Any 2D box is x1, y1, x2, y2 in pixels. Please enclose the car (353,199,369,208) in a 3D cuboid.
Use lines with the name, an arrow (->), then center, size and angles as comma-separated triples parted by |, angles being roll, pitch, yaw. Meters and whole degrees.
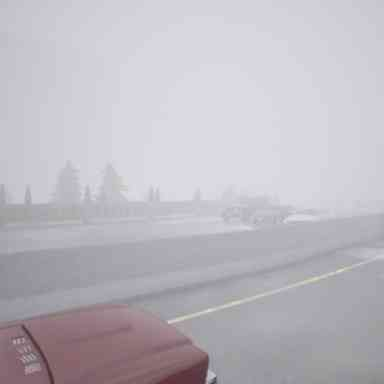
car -> 27.870, 1.884, 54.986 | 1.812, 1.442, 4.674 | 0, 0, 19

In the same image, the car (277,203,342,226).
car -> 7.306, 1.648, 20.279 | 1.812, 1.442, 4.674 | 0, 0, 42

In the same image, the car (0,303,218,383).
car -> -2.097, 1.605, 2.366 | 4.718, 1.301, 1.895 | 0, 0, -36

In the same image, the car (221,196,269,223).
car -> 4.664, 1.370, 27.759 | 2.150, 2.045, 5.566 | 0, 0, 40

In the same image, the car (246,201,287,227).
car -> 6.185, 1.643, 24.257 | 1.837, 1.490, 4.892 | 0, 0, 41

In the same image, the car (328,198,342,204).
car -> 25.813, 1.854, 60.152 | 1.882, 1.535, 5.008 | 0, 0, 17

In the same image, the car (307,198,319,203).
car -> 23.357, 1.912, 64.372 | 1.812, 1.442, 4.674 | 0, 0, 13
